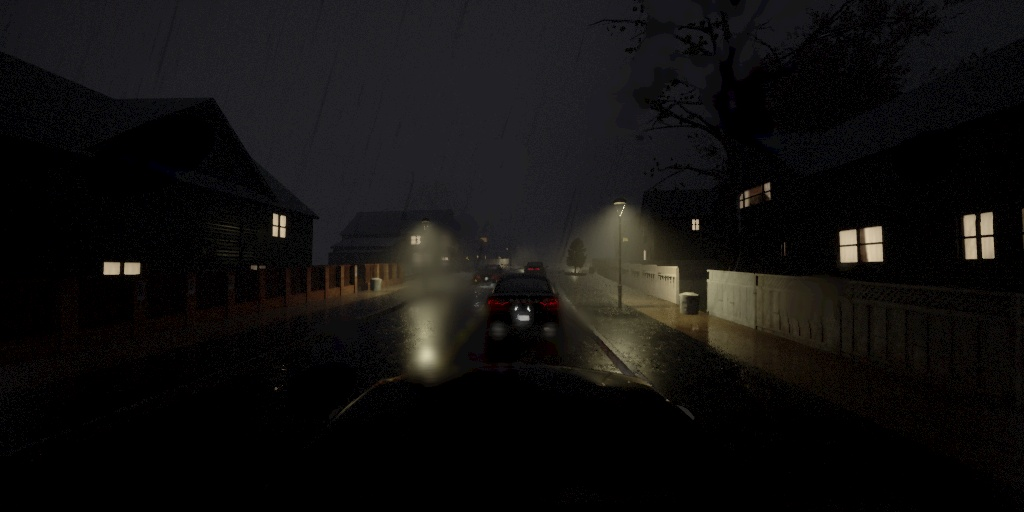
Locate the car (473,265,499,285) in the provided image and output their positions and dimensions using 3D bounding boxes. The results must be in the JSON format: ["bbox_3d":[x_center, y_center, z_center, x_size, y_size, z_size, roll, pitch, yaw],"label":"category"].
[{"bbox_3d":[-1.502,1.325,25.857,1.994,1.385,4.181,0,0,6],"label":"car"}]

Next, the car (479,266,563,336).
[{"bbox_3d":[0.345,1.231,10.477,1.882,1.535,5.008,0,0,2],"label":"car"}]

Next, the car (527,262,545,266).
[{"bbox_3d":[2.101,1.248,31.436,1.837,1.490,4.892,0,0,7],"label":"car"}]
